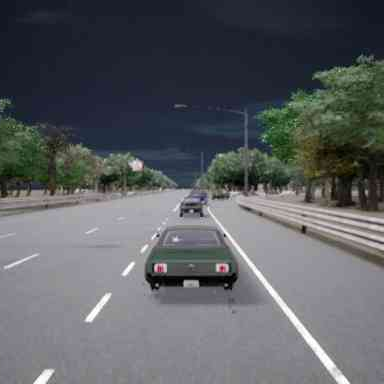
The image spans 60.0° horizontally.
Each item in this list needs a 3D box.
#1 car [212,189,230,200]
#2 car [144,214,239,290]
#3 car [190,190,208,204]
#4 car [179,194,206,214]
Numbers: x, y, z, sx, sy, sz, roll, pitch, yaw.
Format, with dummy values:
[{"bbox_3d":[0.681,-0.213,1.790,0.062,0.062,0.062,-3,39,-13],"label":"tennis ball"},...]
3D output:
[{"bbox_3d":[5.499,0.504,62.497,2.150,2.045,5.566,0,0,21],"label":"car"},{"bbox_3d":[-0.013,1.497,8.757,1.895,1.301,4.718,0,1,0],"label":"car"},{"bbox_3d":[0.893,0.718,44.684,2.150,2.045,5.566,0,0,8],"label":"car"},{"bbox_3d":[-0.043,1.180,27.849,1.837,1.490,4.892,0,1,0],"label":"car"}]
